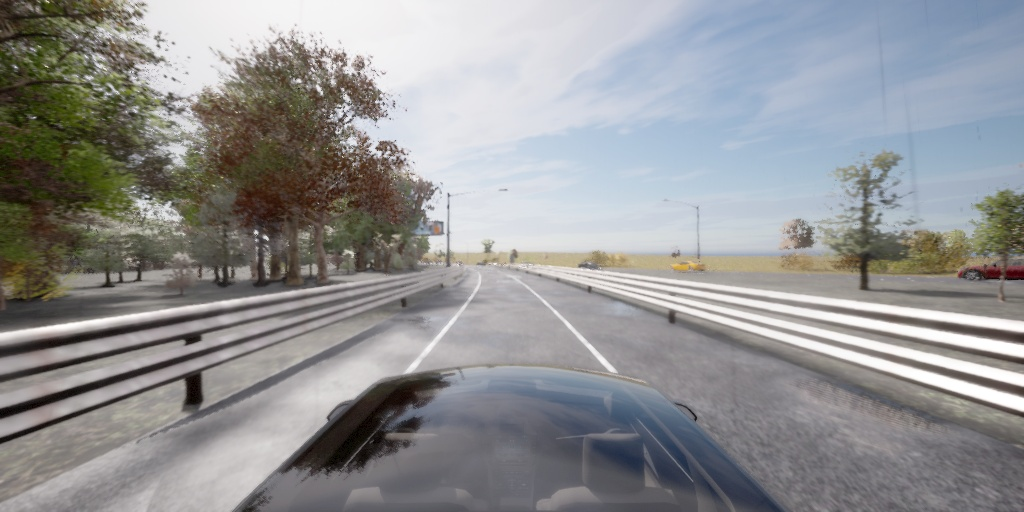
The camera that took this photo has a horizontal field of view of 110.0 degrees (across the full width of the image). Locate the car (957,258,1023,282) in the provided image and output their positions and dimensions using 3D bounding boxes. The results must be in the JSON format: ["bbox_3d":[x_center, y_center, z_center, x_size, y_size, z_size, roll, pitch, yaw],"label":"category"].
[{"bbox_3d":[34.504,0.922,24.838,2.097,1.767,4.553,0,-1,-25],"label":"car"}]

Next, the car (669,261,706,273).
[{"bbox_3d":[23.612,1.433,48.486,1.882,1.535,5.008,0,-1,-25],"label":"car"}]
